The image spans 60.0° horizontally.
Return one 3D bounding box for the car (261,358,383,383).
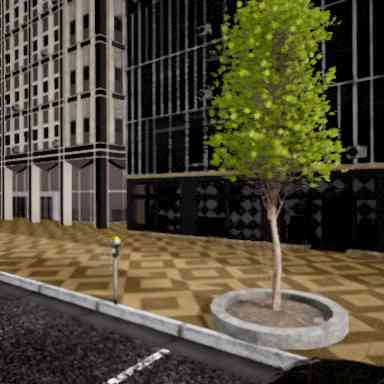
[{"bbox_3d":[2.106,1.563,1.373,4.313,1.339,1.947,0,0,36],"label":"car"}]
